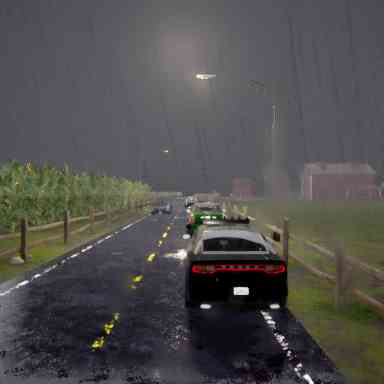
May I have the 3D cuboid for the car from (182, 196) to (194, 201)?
[{"bbox_3d":[-0.088,1.625,46.714,1.895,1.301,4.718,0,0,0],"label":"car"}]

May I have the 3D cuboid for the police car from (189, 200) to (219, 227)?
[{"bbox_3d":[0.762,1.425,24.058,1.930,1.638,5.238,0,0,0],"label":"police car"}]

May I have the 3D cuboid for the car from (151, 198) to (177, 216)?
[{"bbox_3d":[-2.935,1.549,33.154,2.033,1.411,5.357,0,0,0],"label":"car"}]

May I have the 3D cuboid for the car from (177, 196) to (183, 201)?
[{"bbox_3d":[-2.965,1.673,82.450,2.033,1.411,5.357,0,0,0],"label":"car"}]

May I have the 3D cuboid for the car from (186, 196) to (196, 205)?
[{"bbox_3d":[-0.163,1.539,62.734,1.882,1.535,5.008,0,0,0],"label":"car"}]

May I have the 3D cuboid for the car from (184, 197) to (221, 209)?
[{"bbox_3d":[0.778,1.351,17.919,2.097,1.767,4.553,0,0,0],"label":"car"}]

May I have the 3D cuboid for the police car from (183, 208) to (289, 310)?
[{"bbox_3d":[0.804,1.425,8.058,1.930,1.638,5.238,0,0,0],"label":"police car"}]
